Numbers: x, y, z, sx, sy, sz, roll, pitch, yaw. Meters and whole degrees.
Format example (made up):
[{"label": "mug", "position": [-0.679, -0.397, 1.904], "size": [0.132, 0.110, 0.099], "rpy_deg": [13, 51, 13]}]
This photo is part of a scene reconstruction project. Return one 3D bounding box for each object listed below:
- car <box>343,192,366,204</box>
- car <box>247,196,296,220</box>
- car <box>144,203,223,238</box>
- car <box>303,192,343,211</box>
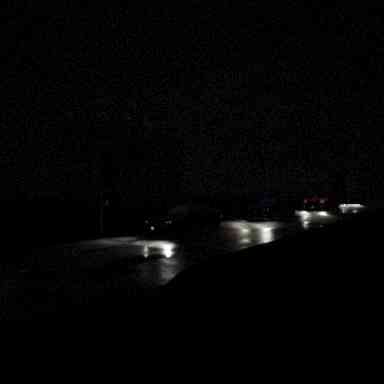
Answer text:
[{"label": "car", "position": [19.424, 0.741, 40.034], "size": [1.994, 1.385, 4.181], "rpy_deg": [-1, 1, 41]}, {"label": "car", "position": [5.764, 1.085, 23.817], "size": [1.882, 1.535, 5.008], "rpy_deg": [-1, 1, 40]}, {"label": "car", "position": [-0.273, 1.305, 16.619], "size": [1.812, 1.442, 4.674], "rpy_deg": [-1, 1, 40]}, {"label": "car", "position": [12.235, 0.763, 31.522], "size": [2.097, 1.767, 4.553], "rpy_deg": [-1, 1, 40]}]
